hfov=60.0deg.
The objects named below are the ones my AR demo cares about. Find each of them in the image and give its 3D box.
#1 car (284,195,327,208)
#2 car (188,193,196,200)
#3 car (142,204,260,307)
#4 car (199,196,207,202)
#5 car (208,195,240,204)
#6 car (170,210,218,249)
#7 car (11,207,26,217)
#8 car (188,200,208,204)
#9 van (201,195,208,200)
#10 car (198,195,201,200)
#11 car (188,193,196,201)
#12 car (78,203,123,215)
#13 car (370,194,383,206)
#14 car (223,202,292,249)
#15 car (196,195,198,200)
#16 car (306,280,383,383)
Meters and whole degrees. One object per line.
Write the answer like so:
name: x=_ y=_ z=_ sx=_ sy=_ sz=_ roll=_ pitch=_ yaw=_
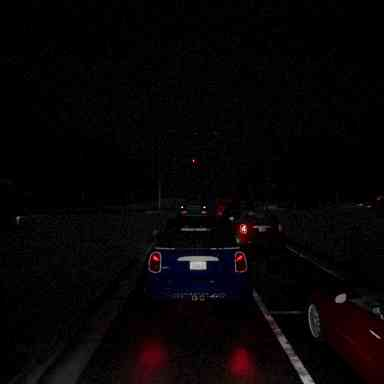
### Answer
car: x=13.590 y=1.132 z=39.904 sx=4.892 sy=1.490 sz=1.837 roll=-1 pitch=1 yaw=0
car: x=0.039 y=1.462 z=79.446 sx=2.097 sy=1.767 sz=4.553 roll=0 pitch=0 yaw=0
car: x=0.073 y=1.352 z=8.156 sx=2.097 sy=1.767 sz=4.553 roll=0 pitch=0 yaw=-1
car: x=2.668 y=1.664 z=84.010 sx=1.887 sy=1.381 sz=4.507 roll=-1 pitch=0 yaw=0
car: x=2.638 y=1.323 z=25.210 sx=2.192 sy=1.841 sz=5.009 roll=-1 pitch=0 yaw=0
car: x=0.102 y=1.603 z=15.491 sx=1.895 sy=1.301 sz=4.718 roll=0 pitch=0 yaw=0
car: x=-21.025 y=2.112 z=36.962 sx=4.674 sy=1.442 sz=1.812 roll=-2 pitch=1 yaw=0
car: x=0.114 y=1.572 z=25.503 sx=1.994 sy=1.385 sz=4.181 roll=0 pitch=0 yaw=-1
van: x=2.650 y=1.382 z=51.572 sx=1.690 sy=1.788 sz=3.998 roll=-1 pitch=0 yaw=0
car: x=2.652 y=1.366 z=56.978 sx=2.192 sy=1.841 sz=5.009 roll=-1 pitch=0 yaw=0
car: x=0.045 y=1.371 z=92.197 sx=2.150 sy=2.045 sz=5.566 roll=0 pitch=0 yaw=0
car: x=-10.078 y=1.869 z=36.996 sx=4.718 sy=1.301 sz=1.895 roll=-2 pitch=1 yaw=-2
car: x=23.874 y=0.732 z=39.902 sx=4.553 sy=1.767 sz=2.097 roll=-1 pitch=1 yaw=0
car: x=2.634 y=1.441 z=14.406 sx=1.967 sy=1.590 sz=4.097 roll=-1 pitch=0 yaw=0
car: x=2.665 y=1.655 z=78.603 sx=2.008 sy=1.369 sz=4.403 roll=-1 pitch=0 yaw=0
car: x=2.631 y=1.581 z=3.601 sx=1.802 sy=1.307 sz=4.206 roll=-1 pitch=0 yaw=0
